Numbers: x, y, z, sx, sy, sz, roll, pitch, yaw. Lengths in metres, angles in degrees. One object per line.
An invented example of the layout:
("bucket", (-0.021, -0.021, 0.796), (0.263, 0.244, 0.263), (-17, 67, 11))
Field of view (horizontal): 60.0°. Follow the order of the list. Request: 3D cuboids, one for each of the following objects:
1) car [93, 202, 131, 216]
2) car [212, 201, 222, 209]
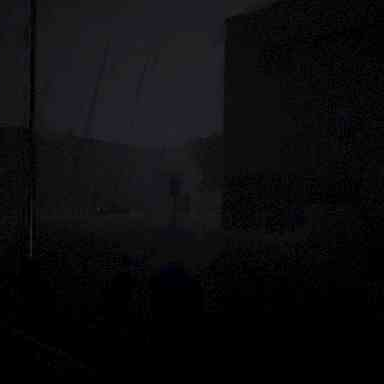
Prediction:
("car", (-8.596, 1.834, 36.101), (1.994, 1.385, 4.181), (1, -1, 34))
("car", (5.507, 2.469, 62.035), (1.812, 1.442, 4.674), (1, 0, 36))
